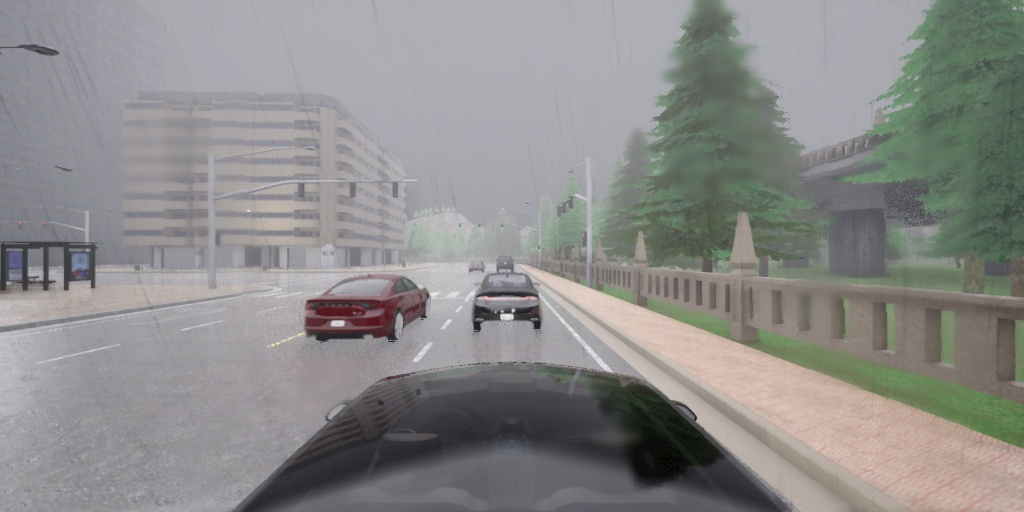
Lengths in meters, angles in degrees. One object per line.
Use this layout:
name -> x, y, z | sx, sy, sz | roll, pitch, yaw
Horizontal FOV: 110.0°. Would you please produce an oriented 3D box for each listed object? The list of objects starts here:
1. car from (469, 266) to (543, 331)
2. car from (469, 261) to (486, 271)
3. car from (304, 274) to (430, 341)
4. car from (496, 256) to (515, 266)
car -> -0.146, 1.247, 11.042 | 2.128, 1.511, 4.902 | 0, 0, -1
car -> -4.372, 1.317, 45.011 | 2.033, 1.411, 5.357 | 0, 0, -1
car -> -3.618, 1.231, 9.874 | 1.882, 1.535, 5.008 | 0, 0, -1
car -> -0.869, 0.991, 45.309 | 2.150, 2.045, 5.566 | 0, 0, -1
